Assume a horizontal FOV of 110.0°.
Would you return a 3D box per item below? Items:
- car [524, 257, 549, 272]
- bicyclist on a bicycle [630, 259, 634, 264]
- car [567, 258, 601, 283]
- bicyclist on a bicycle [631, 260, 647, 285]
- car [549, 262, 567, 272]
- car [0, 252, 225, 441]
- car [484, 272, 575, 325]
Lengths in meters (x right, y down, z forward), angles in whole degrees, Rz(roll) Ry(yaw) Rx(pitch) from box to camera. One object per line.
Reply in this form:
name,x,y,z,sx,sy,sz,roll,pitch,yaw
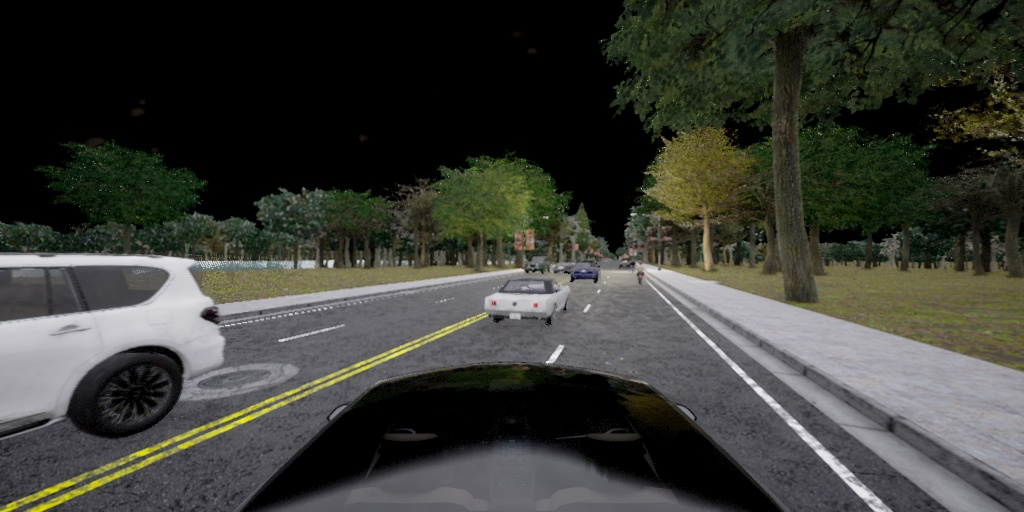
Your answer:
car,3.100,1.101,42.488,2.150,2.045,5.566,0,0,17
bicyclist on a bicycle,14.240,1.235,42.178,0.659,1.776,1.843,0,0,17
car,6.144,1.185,29.599,2.097,1.767,4.553,0,0,17
bicyclist on a bicycle,9.130,1.252,25.484,0.866,1.612,1.509,0,0,17
car,5.983,1.418,40.808,2.033,1.411,5.357,0,0,17
car,-5.674,0.983,2.892,2.150,2.045,5.566,0,0,17
car,0.757,1.385,12.076,1.895,1.301,4.718,0,0,17
